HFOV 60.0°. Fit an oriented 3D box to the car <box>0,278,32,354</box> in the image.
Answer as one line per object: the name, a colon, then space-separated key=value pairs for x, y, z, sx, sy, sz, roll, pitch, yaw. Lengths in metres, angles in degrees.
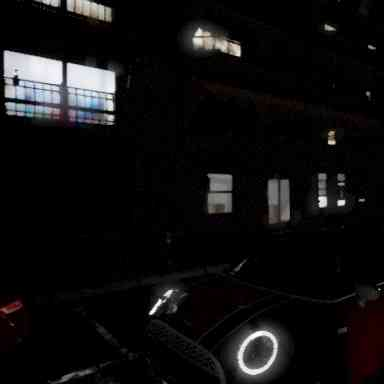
car: x=-4.081 y=1.589 z=3.613 sx=4.206 sy=1.307 sz=1.802 roll=0 pitch=-1 yaw=-36

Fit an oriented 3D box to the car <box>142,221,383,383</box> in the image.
car: x=1.616 y=1.340 z=4.532 sx=4.553 sy=1.767 sz=2.097 roll=0 pitch=0 yaw=-36
